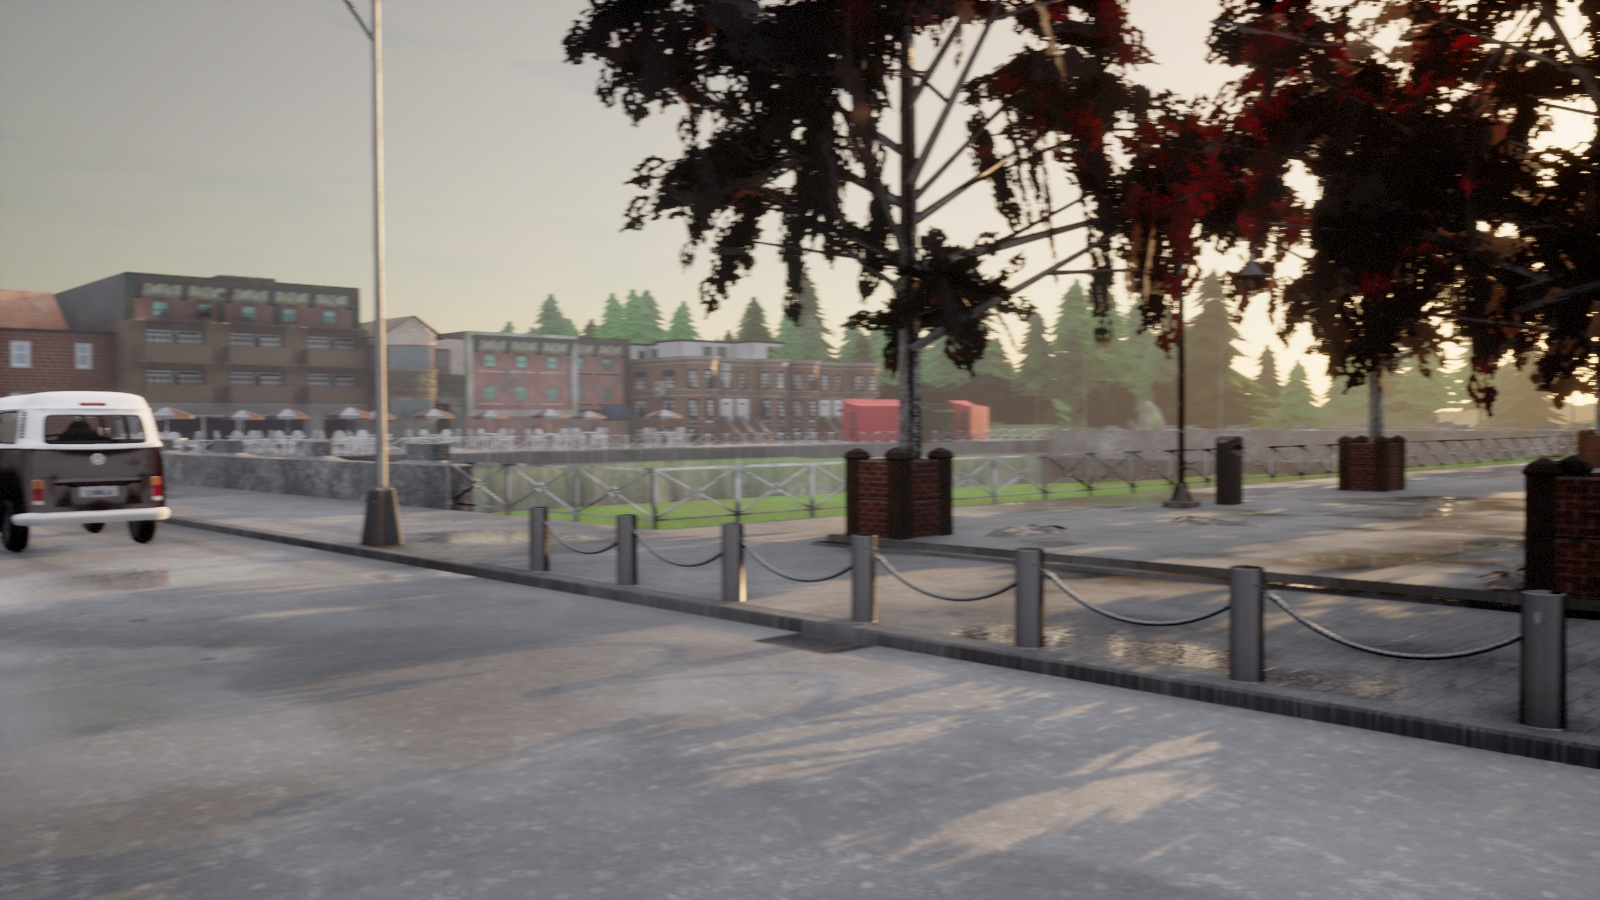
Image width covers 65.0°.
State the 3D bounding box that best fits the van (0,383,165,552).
[{"bbox_3d":[-10.614,0.163,17.358,2.069,2.038,4.480,-1,2,-43],"label":"van"}]
